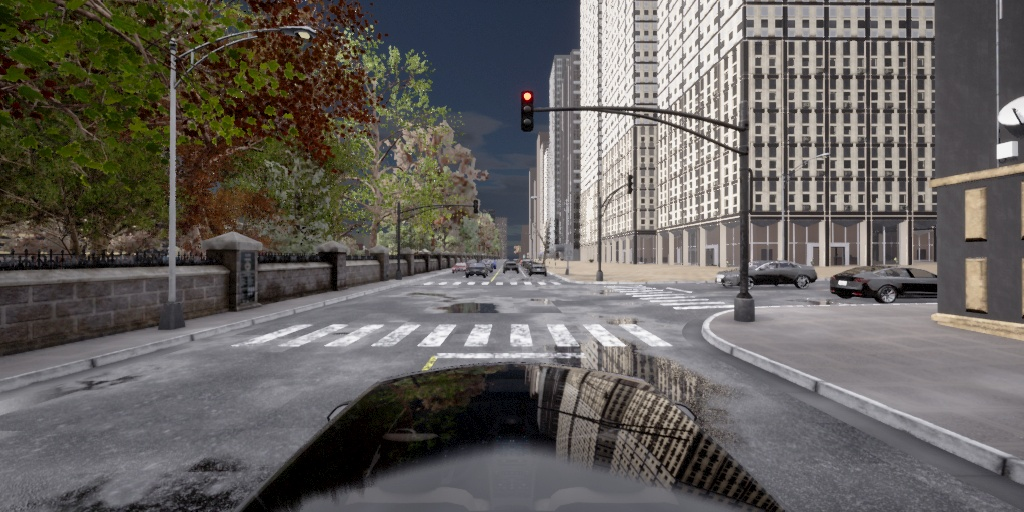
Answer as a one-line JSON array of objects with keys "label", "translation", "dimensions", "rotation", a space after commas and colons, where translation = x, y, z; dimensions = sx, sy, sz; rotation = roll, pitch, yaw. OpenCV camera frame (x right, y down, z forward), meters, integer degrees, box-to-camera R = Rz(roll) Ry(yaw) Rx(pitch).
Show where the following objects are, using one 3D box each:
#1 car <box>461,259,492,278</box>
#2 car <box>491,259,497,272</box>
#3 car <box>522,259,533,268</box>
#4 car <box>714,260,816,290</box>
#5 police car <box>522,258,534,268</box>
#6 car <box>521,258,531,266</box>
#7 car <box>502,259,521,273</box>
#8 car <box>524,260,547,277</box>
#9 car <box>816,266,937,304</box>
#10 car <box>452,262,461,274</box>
[{"label": "car", "translation": [-3.266, 1.311, 34.174], "dimensions": [2.033, 1.411, 5.357], "rotation": [0, 0, 0]}, {"label": "car", "translation": [-3.317, 1.262, 44.192], "dimensions": [2.128, 1.511, 4.902], "rotation": [0, 0, 0]}, {"label": "car", "translation": [2.482, 1.335, 41.779], "dimensions": [1.948, 1.339, 4.313], "rotation": [0, 0, 0]}, {"label": "car", "translation": [13.651, 0.993, 19.422], "dimensions": [4.902, 1.511, 2.128], "rotation": [-1, 0, 0]}, {"label": "police car", "translation": [2.807, 1.218, 64.571], "dimensions": [1.930, 1.638, 5.238], "rotation": [0, 0, 0]}, {"label": "car", "translation": [2.453, 1.339, 47.412], "dimensions": [1.948, 1.339, 4.313], "rotation": [0, 0, 0]}, {"label": "car", "translation": [-0.125, 1.276, 44.332], "dimensions": [1.837, 1.490, 4.892], "rotation": [0, 0, 0]}, {"label": "car", "translation": [2.512, 1.330, 36.147], "dimensions": [1.948, 1.339, 4.313], "rotation": [0, 0, 0]}, {"label": "car", "translation": [14.627, 1.026, 13.628], "dimensions": [4.313, 1.339, 1.948], "rotation": [0, 0, -1]}, {"label": "car", "translation": [-5.898, 1.351, 41.735], "dimensions": [1.802, 1.307, 4.207], "rotation": [0, 0, 0]}]
